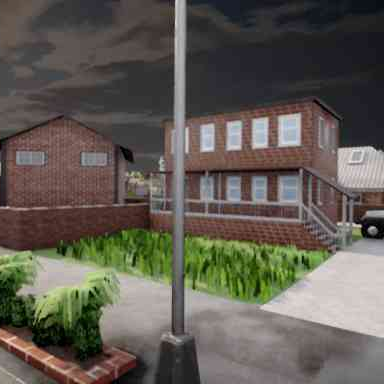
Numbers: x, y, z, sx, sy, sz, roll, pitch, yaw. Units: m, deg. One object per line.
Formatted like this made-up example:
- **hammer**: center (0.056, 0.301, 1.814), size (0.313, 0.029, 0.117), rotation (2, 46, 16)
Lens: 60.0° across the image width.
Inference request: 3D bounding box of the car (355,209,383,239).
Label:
- **car**: center (8.452, 0.969, 12.620), size (3.866, 1.878, 1.905), rotation (1, 1, 36)
